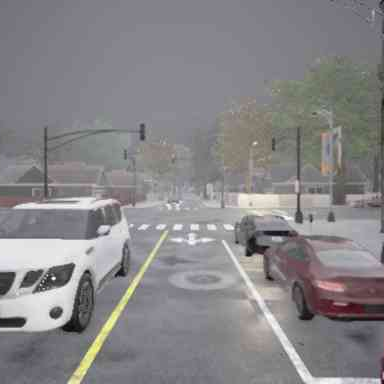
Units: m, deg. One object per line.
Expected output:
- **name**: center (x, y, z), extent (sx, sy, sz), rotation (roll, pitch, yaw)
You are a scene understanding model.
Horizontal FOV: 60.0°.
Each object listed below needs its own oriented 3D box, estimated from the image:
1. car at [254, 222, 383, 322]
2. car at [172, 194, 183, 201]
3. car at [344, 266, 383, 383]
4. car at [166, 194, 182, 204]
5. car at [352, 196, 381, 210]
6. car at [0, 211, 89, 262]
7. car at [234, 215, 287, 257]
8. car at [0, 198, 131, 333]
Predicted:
- **car**: center (2.639, 1.537, 6.897), extent (1.802, 1.307, 4.206), rotation (0, 0, 0)
- **car**: center (-3.061, 1.127, 70.123), extent (2.128, 1.511, 4.902), rotation (0, 0, 0)
- **car**: center (2.638, 1.535, 1.379), extent (1.887, 1.381, 4.507), rotation (0, 0, 0)
- **car**: center (-3.080, 1.186, 54.733), extent (1.837, 1.490, 4.892), rotation (0, 0, 0)
- **car**: center (19.619, 1.140, 35.378), extent (4.902, 1.511, 2.128), rotation (0, 0, 0)
- **car**: center (-5.385, 1.503, 12.416), extent (1.802, 1.307, 4.206), rotation (0, 0, 0)
- **car**: center (2.640, 1.486, 12.416), extent (1.947, 1.339, 4.313), rotation (0, 0, 0)
- **car**: center (-2.748, 1.175, 7.051), extent (2.150, 2.045, 5.566), rotation (0, 0, 0)
